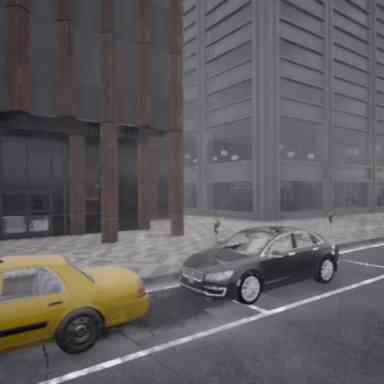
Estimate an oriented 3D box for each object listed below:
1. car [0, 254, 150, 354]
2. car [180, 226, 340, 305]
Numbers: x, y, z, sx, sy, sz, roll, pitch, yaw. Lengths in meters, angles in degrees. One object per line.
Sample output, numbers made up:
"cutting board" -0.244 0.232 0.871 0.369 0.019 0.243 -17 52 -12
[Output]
"car" -2.963 1.524 4.537 4.829 1.417 1.752 0 0 -36
"car" 1.760 1.523 7.914 4.403 1.369 2.008 0 0 -36
